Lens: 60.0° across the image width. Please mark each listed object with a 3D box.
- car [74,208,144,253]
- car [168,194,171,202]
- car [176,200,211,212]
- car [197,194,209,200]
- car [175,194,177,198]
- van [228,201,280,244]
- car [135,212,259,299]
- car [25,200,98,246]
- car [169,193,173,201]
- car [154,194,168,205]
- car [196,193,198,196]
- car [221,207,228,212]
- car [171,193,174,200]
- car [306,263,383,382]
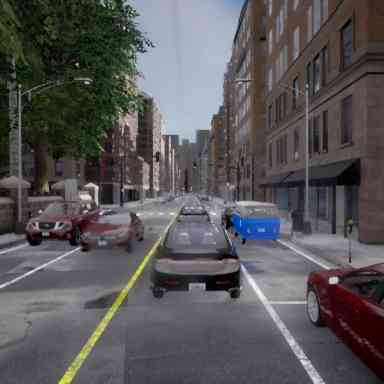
[{"bbox_3d":[-3.091,1.521,13.831,1.812,1.442,4.674,0,0,0],"label":"car"},{"bbox_3d":[-5.701,1.502,64.546,2.008,1.369,4.403,0,0,0],"label":"car"},{"bbox_3d":[0.088,1.485,19.920,2.128,1.511,4.902,0,0,0],"label":"car"},{"bbox_3d":[2.818,1.386,75.487,1.967,1.590,4.097,0,0,0],"label":"car"},{"bbox_3d":[-5.712,1.496,86.349,2.008,1.369,4.403,0,0,0],"label":"car"},{"bbox_3d":[2.847,1.336,15.450,1.690,1.788,3.998,0,0,0],"label":"van"},{"bbox_3d":[0.096,1.490,8.404,2.128,1.511,4.902,0,0,0],"label":"car"},{"bbox_3d":[-5.678,1.310,15.406,2.192,1.841,5.009,0,0,0],"label":"car"},{"bbox_3d":[-5.704,1.493,69.997,1.887,1.381,4.507,0,0,0],"label":"car"},{"bbox_3d":[-5.698,1.480,58.925,1.752,1.417,4.829,0,0,0],"label":"car"},{"bbox_3d":[2.813,1.496,86.385,2.008,1.369,4.403,0,0,0],"label":"car"},{"bbox_3d":[2.845,1.557,21.111,1.947,1.339,4.313,0,0,0],"label":"car"},{"bbox_3d":[-5.706,1.491,75.448,1.887,1.381,4.507,0,0,0],"label":"car"},{"bbox_3d":[2.853,1.544,4.130,1.887,1.381,4.507,0,0,0],"label":"car"}]
